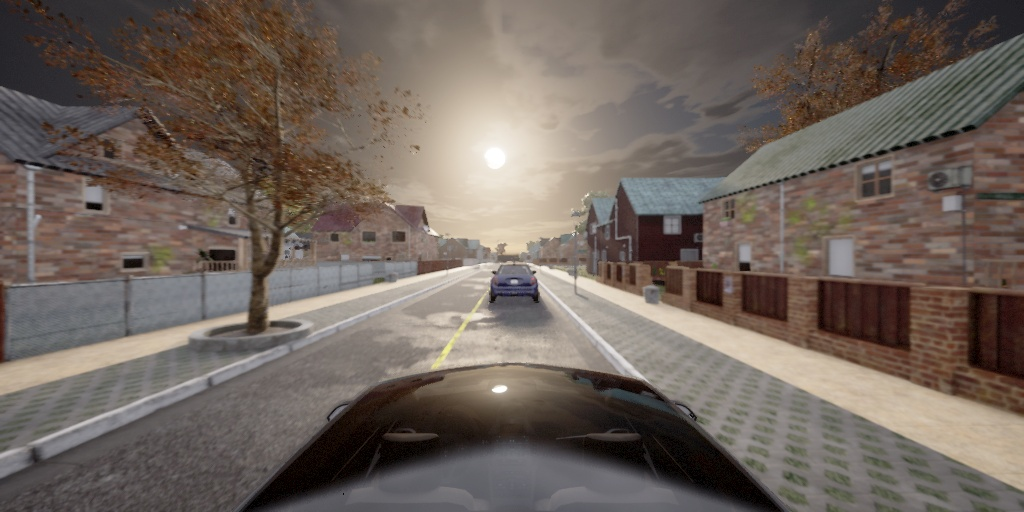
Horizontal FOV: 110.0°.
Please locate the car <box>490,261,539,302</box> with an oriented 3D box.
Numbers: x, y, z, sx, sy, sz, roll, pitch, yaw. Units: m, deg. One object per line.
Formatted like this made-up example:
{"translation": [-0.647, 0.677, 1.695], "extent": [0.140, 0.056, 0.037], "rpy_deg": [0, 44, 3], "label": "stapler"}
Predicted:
{"translation": [0.097, 1.086, 16.970], "extent": [2.097, 1.767, 4.553], "rpy_deg": [0, 0, 0], "label": "car"}
